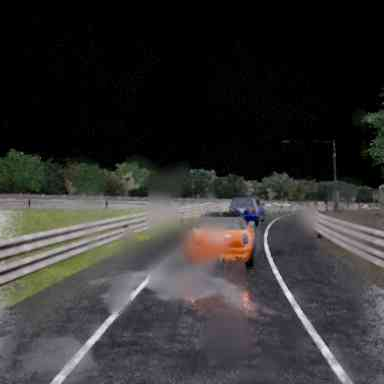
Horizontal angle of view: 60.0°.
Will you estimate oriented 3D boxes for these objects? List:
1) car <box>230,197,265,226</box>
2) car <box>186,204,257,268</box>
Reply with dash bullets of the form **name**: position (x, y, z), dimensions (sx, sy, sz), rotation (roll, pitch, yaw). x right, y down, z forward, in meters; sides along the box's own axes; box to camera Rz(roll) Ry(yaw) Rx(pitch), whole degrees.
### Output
- **car**: position (4.188, 1.422, 25.164), dimensions (2.150, 2.045, 5.566), rotation (-1, 0, 18)
- **car**: position (1.179, 1.479, 12.050), dimensions (2.097, 1.767, 4.553), rotation (0, -1, 10)
